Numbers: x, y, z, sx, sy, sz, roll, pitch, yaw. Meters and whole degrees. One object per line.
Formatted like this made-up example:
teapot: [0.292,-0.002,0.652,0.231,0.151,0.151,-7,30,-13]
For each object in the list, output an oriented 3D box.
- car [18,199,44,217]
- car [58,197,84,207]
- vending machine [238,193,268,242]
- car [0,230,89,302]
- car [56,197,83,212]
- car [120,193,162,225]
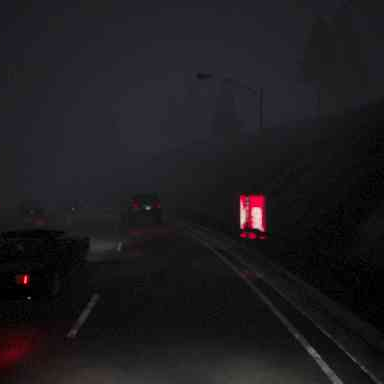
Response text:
car: [-14.382,1.392,29.756,2.128,1.511,4.902,0,0,-27]
car: [-17.378,1.418,47.625,1.895,1.301,4.718,0,0,-42]
vending machine: [2.715,1.101,14.930,1.100,2.100,0.880,0,0,-11]
car: [-3.823,1.573,8.070,1.895,1.301,4.718,0,0,-6]
car: [-13.619,1.461,36.664,1.895,1.301,4.718,0,0,-33]
car: [-3.654,1.109,23.444,2.150,2.045,5.566,0,0,-19]
